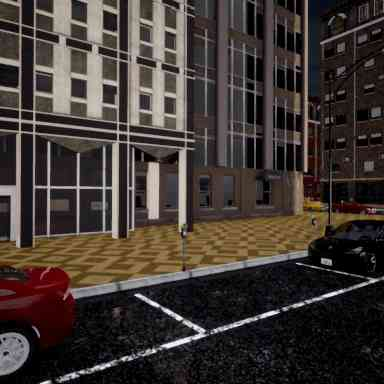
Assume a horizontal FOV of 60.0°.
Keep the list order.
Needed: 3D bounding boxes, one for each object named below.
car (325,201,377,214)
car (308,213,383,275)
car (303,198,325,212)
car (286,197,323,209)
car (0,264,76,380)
[{"bbox_3d":[15.550,1.535,32.189,1.802,1.307,4.206,0,0,-36],"label":"car"},{"bbox_3d":[5.509,1.567,10.510,4.313,1.339,1.947,0,0,-36],"label":"car"},{"bbox_3d":[12.341,1.468,36.647,1.752,1.417,4.829,0,0,-36],"label":"car"},{"bbox_3d":[15.634,1.500,46.415,1.752,1.417,4.829,0,0,-36],"label":"car"},{"bbox_3d":[-3.740,1.545,3.885,4.507,1.381,1.887,0,0,-36],"label":"car"}]
